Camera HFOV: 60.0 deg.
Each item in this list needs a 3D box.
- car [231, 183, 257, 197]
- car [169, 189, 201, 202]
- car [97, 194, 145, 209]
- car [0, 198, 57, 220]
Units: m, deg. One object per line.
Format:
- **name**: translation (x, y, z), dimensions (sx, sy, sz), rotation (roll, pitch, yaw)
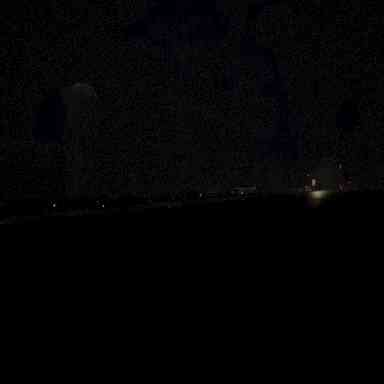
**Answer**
- **car**: translation (8.334, -0.326, 53.042), dimensions (2.150, 2.045, 5.566), rotation (-1, 1, 36)
- **car**: translation (-0.770, 0.430, 40.437), dimensions (1.837, 1.490, 4.892), rotation (-1, 1, 36)
- **car**: translation (-6.799, 0.864, 32.003), dimensions (1.895, 1.301, 4.718), rotation (-1, 1, 36)
- **car**: translation (-12.526, 1.145, 23.914), dimensions (2.033, 1.411, 5.357), rotation (-1, 1, 34)
